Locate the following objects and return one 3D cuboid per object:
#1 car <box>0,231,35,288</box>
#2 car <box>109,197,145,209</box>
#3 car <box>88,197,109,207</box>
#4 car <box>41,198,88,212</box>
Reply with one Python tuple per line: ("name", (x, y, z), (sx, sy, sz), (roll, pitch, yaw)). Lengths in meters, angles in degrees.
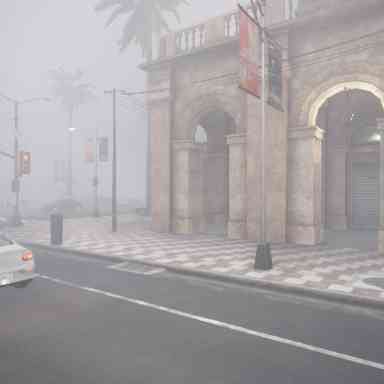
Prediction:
("car", (-5.564, 1.526, 7.919), (4.674, 1.442, 1.812), (0, 0, 36))
("car", (-8.869, 1.601, 46.684), (1.895, 1.301, 4.718), (0, 0, 36))
("car", (-13.852, 1.513, 51.049), (2.161, 1.482, 4.786), (0, 0, 35))
("car", (-14.866, 1.505, 38.300), (1.837, 1.490, 4.892), (0, 0, 36))
